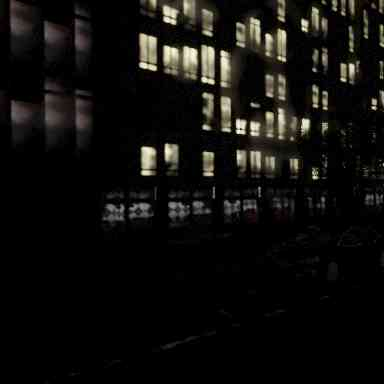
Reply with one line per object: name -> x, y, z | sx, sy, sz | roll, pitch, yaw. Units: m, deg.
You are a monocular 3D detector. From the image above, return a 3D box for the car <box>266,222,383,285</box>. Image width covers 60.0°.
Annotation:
car -> 3.976, 1.556, 9.393 | 4.403, 1.369, 2.008 | 0, -1, -35
